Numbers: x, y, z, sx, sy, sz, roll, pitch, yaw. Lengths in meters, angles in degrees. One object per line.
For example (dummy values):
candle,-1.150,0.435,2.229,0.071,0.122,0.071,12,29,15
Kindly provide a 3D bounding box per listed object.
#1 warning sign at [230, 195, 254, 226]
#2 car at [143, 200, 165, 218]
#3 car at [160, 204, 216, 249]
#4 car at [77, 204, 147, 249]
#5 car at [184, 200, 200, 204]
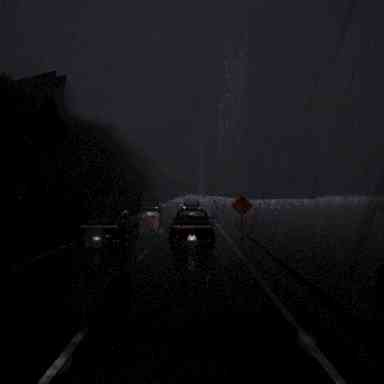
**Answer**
warning sign,3.048,1.115,20.285,1.300,1.860,1.060,0,0,0
car,-3.500,1.495,29.650,2.128,1.511,4.902,0,0,0
car,0.000,1.496,14.650,2.128,1.511,4.902,0,0,0
car,-3.500,1.496,14.650,2.128,1.511,4.902,0,0,0
car,0.000,1.495,29.650,2.128,1.511,4.902,0,0,0
